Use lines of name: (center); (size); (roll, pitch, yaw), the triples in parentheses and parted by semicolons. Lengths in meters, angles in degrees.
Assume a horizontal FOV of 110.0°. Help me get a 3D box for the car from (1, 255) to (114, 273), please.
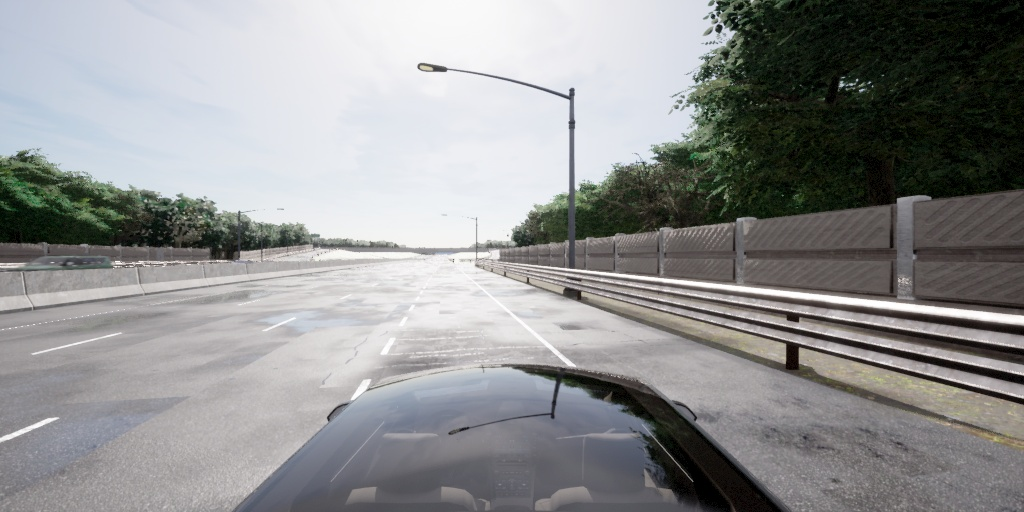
car: (-28.861, 0.979, 23.039); (2.150, 2.045, 5.566); (0, 0, -11)

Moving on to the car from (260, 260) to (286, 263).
car: (-29.309, 1.263, 44.513); (1.882, 1.535, 5.008); (0, 0, -10)
